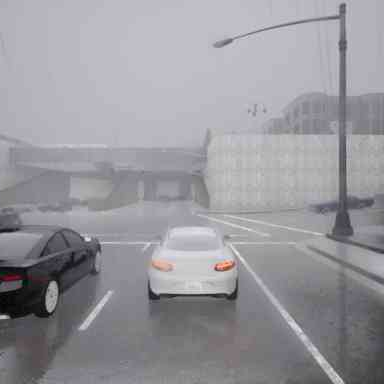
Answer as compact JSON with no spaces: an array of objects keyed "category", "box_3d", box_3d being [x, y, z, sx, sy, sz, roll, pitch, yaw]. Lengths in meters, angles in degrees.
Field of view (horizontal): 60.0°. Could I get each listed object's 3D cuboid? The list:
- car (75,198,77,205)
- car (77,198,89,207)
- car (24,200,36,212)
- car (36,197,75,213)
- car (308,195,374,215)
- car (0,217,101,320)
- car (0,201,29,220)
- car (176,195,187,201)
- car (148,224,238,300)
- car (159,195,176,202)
[{"category":"car","box_3d":[-18.990,1.547,52.130,2.033,1.411,5.357,0,0,-2]},{"category":"car","box_3d":[-15.422,1.564,50.269,1.994,1.385,4.181,0,0,-2]},{"category":"car","box_3d":[-18.455,1.601,37.096,1.895,1.301,4.718,0,0,-2]},{"category":"car","box_3d":[-14.934,1.352,36.733,2.097,1.767,4.553,0,0,-2]},{"category":"car","box_3d":[12.034,1.012,27.133,4.718,1.301,1.895,-6,0,-1]},{"category":"car","box_3d":[-3.480,1.478,7.467,1.882,1.535,5.008,0,0,0]},{"category":"car","box_3d":[-11.028,1.491,18.307,2.128,1.511,4.902,0,0,-10]},{"category":"car","box_3d":[-2.916,1.552,83.875,1.994,1.385,4.181,0,0,27]},{"category":"car","box_3d":[0.013,1.526,8.268,1.812,1.442,4.674,0,0,0]},{"category":"car","box_3d":[-5.394,1.553,74.350,1.994,1.385,4.181,0,0,5]}]
